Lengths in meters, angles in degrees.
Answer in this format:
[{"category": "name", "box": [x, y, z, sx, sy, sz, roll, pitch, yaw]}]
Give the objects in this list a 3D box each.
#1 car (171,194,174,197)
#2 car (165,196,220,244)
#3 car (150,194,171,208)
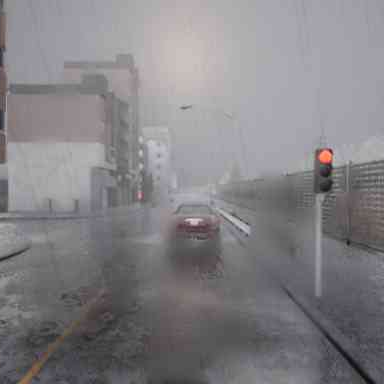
[{"category": "car", "box": [-4.066, 1.109, 59.281, 1.837, 1.490, 4.892, 0, 1, 0]}, {"category": "car", "box": [0.092, 1.249, 15.337, 2.097, 1.767, 4.553, 0, 0, 0]}, {"category": "car", "box": [-4.103, 1.224, 42.268, 1.837, 1.490, 4.892, 0, 0, 0]}]
